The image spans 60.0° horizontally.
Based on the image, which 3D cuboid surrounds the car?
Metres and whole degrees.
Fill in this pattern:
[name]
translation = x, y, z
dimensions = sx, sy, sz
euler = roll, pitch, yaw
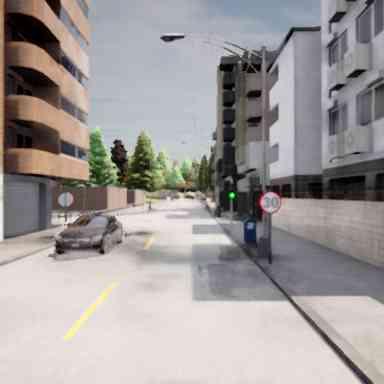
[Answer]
[car]
translation = -4.061, 1.642, 13.958
dimensions = 1.812, 1.442, 4.674
euler = 0, -1, 0
